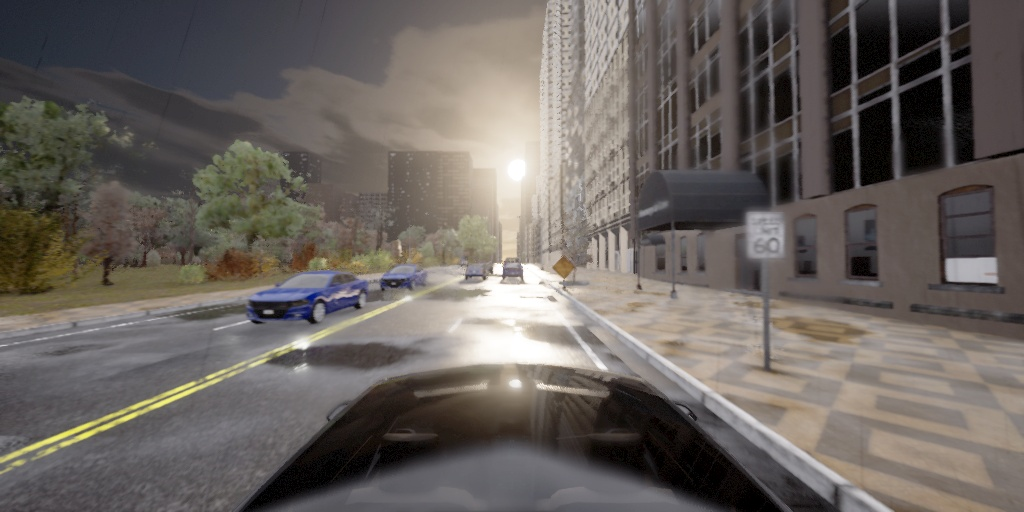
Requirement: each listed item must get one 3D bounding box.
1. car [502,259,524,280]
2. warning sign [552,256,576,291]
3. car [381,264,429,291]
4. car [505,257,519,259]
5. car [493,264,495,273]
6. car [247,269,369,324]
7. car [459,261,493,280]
[{"bbox_3d":[0.088,1.321,32.711,1.882,1.535,5.008,0,0,0],"label":"car"},{"bbox_3d":[2.843,0.906,19.492,1.300,1.860,1.060,0,0,0],"label":"warning sign"},{"bbox_3d":[-6.598,1.278,22.456,1.882,1.535,5.008,0,0,0],"label":"car"},{"bbox_3d":[0.022,1.126,43.977,2.150,2.045,5.566,0,0,0],"label":"car"},{"bbox_3d":[-3.219,1.398,44.594,2.128,1.511,4.902,0,0,0],"label":"car"},{"bbox_3d":[-6.601,1.247,12.223,1.882,1.535,5.008,0,0,0],"label":"car"},{"bbox_3d":[-3.165,1.391,32.608,2.033,1.411,5.357,0,0,0],"label":"car"}]
